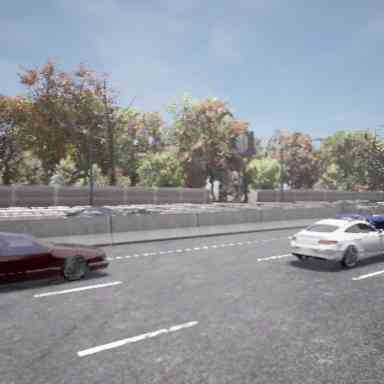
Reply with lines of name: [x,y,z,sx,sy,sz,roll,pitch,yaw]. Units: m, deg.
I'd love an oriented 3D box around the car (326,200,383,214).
car: [10.168,1.568,19.257,4.553,1.767,2.097,0,-1,-35]

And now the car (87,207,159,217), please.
car: [-4.155,1.904,22.350,4.892,1.490,1.837,0,-1,-35]

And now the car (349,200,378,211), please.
car: [26.989,2.105,52.349,4.892,1.490,1.837,0,-1,-34]

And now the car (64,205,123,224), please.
car: [-9.310,2.071,31.551,5.008,1.535,1.882,0,-1,-35]

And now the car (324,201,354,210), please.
car: [24.222,2.210,54.682,5.357,1.411,2.033,0,-1,-34]

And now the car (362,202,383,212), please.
car: [26.800,2.131,47.979,4.718,1.301,1.895,0,-1,-34]

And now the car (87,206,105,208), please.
car: [-7.908,2.092,28.266,4.181,1.385,1.994,0,-1,-35]

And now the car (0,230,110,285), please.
car: [-5.008,1.739,8.749,5.357,1.411,2.033,0,-1,-35]

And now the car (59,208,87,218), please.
car: [-7.733,2.062,24.129,4.718,1.301,1.895,0,-1,-35]

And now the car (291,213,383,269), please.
car: [5.446,1.666,11.729,4.674,1.442,1.812,0,-1,-35]
